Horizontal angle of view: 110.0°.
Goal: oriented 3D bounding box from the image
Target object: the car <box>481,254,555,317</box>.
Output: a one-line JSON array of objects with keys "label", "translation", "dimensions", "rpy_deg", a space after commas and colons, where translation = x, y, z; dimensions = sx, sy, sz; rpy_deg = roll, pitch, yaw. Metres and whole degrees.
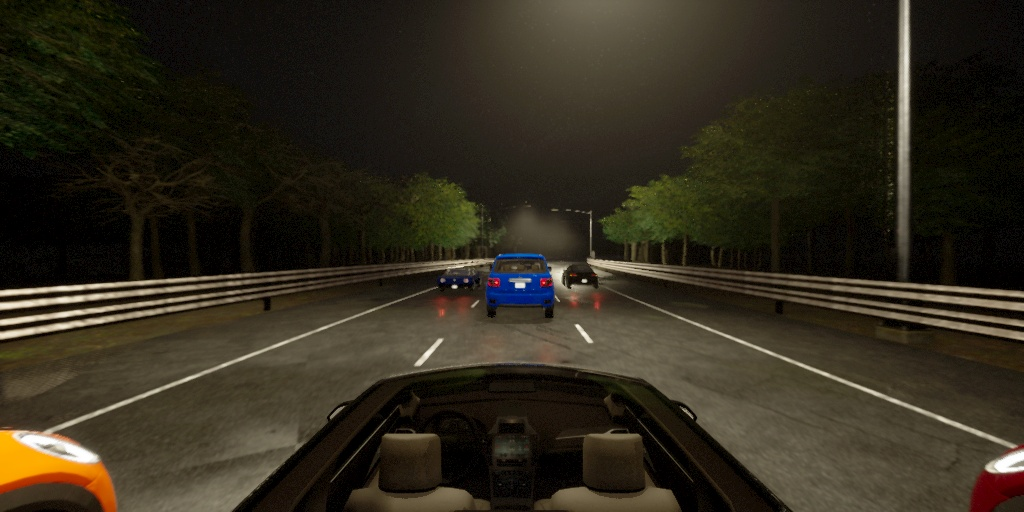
[{"label": "car", "translation": [0.315, 0.947, 13.180], "dimensions": [2.150, 2.045, 5.566], "rpy_deg": [0, 0, 2]}]

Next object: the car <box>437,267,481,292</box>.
[{"label": "car", "translation": [-2.875, 1.305, 20.887], "dimensions": [1.895, 1.301, 4.718], "rpy_deg": [0, 0, 3]}]

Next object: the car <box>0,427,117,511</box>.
[{"label": "car", "translation": [-3.362, 1.102, 0.165], "dimensions": [2.097, 1.767, 4.553], "rpy_deg": [0, 0, 0]}]

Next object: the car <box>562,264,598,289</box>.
[{"label": "car", "translation": [4.236, 1.234, 22.668], "dimensions": [1.812, 1.442, 4.674], "rpy_deg": [0, 0, 3]}]
